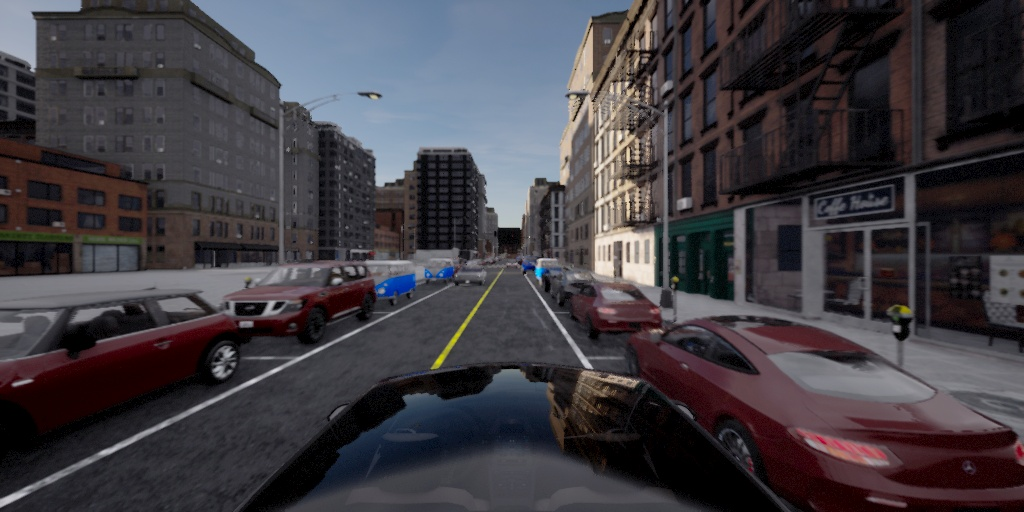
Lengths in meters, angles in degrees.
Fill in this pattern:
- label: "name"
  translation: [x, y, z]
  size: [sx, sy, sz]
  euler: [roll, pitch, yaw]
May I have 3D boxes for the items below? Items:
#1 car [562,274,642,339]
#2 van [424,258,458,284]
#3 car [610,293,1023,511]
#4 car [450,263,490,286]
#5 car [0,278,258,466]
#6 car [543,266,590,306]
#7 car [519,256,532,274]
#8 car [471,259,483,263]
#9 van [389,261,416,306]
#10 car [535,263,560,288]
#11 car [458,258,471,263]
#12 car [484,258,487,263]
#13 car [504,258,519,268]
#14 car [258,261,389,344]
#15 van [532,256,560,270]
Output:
- label: "car"
  translation: [2.640, 1.332, 9.784]
  size: [1.802, 1.307, 4.207]
  euler: [0, 0, 0]
- label: "van"
  translation: [-5.382, 1.091, 26.826]
  size: [1.690, 1.789, 3.998]
  euler: [0, 0, 0]
- label: "car"
  translation: [2.638, 1.332, 4.104]
  size: [1.802, 1.307, 4.207]
  euler: [0, 0, 0]
- label: "car"
  translation: [-2.843, 1.351, 25.208]
  size: [1.895, 1.301, 4.718]
  euler: [0, 0, 0]
- label: "car"
  translation: [-5.387, 1.190, 4.106]
  size: [1.967, 1.591, 4.097]
  euler: [0, 0, 0]
- label: "car"
  translation: [2.641, 1.300, 15.464]
  size: [2.007, 1.370, 4.403]
  euler: [0, 0, 0]
- label: "car"
  translation: [2.278, 0.970, 40.652]
  size: [2.150, 2.045, 5.566]
  euler: [0, 0, 0]
- label: "car"
  translation: [-5.377, 1.300, 49.546]
  size: [2.007, 1.370, 4.403]
  euler: [0, 0, 0]
- label: "van"
  translation: [-5.384, 1.091, 15.466]
  size: [1.690, 1.789, 3.998]
  euler: [0, 0, 0]
- label: "car"
  translation: [2.642, 1.316, 21.144]
  size: [1.948, 1.339, 4.313]
  euler: [0, 0, 0]
- label: "car"
  translation: [-5.380, 1.065, 32.506]
  size: [2.192, 1.841, 5.009]
  euler: [0, 0, 0]
- label: "car"
  translation: [-5.376, 1.187, 55.226]
  size: [1.967, 1.591, 4.097]
  euler: [0, 0, 0]
- label: "car"
  translation: [0.013, 1.347, 59.014]
  size: [1.895, 1.301, 4.718]
  euler: [0, 0, 0]
- label: "car"
  translation: [-5.385, 1.065, 9.786]
  size: [2.192, 1.841, 5.009]
  euler: [0, 0, 0]
- label: "van"
  translation: [2.643, 1.091, 26.824]
  size: [1.690, 1.789, 3.998]
  euler: [0, 0, 0]
